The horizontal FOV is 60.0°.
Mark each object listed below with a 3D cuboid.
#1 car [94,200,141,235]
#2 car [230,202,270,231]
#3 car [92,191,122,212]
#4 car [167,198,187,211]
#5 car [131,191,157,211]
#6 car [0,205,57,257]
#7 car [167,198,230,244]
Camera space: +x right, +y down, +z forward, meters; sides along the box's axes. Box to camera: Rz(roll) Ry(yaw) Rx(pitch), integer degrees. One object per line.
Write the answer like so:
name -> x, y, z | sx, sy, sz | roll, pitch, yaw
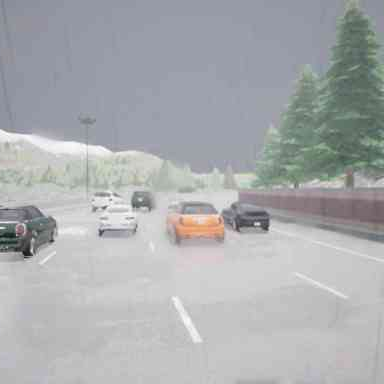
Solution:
car -> -3.848, 1.389, 17.824 | 1.812, 1.442, 4.674 | 0, 0, -8
car -> 2.997, 1.360, 19.399 | 1.837, 1.490, 4.892 | 0, 0, -8
car -> -8.593, 0.952, 34.137 | 2.150, 2.045, 5.566 | 0, -1, -1
car -> -1.596, 1.322, 36.878 | 1.895, 1.301, 4.718 | 0, 0, 0
car -> -5.101, 0.943, 35.552 | 2.150, 2.045, 5.566 | 0, -1, 0
car -> -6.566, 1.254, 12.461 | 2.097, 1.767, 4.553 | 0, 0, -10
car -> 0.029, 1.235, 15.476 | 2.097, 1.767, 4.553 | 0, 0, -9
